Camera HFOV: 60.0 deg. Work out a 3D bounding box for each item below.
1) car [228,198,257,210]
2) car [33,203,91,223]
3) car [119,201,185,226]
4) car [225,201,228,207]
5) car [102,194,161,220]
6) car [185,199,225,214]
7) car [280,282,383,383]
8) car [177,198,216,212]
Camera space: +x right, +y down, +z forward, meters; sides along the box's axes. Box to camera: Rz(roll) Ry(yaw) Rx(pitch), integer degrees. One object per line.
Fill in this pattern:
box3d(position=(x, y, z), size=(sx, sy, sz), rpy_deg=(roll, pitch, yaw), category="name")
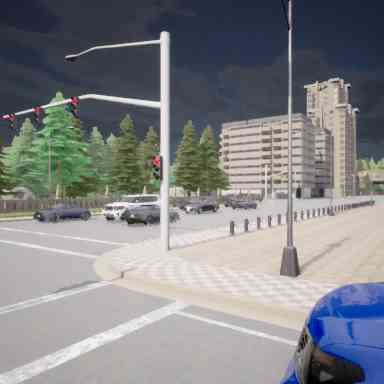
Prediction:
box3d(position=(6.884, 1.564, 43.426), size=(1.994, 1.385, 4.181), rpy_deg=(0, 0, 36), category="car")
box3d(position=(-9.999, 1.564, 25.809), size=(1.994, 1.385, 4.181), rpy_deg=(0, 0, 35), category="car")
box3d(position=(-2.755, 1.564, 23.612), size=(1.994, 1.385, 4.181), rpy_deg=(0, 0, 36), category="car")
box3d(position=(6.465, 1.564, 48.835), size=(1.994, 1.385, 4.181), rpy_deg=(0, 0, 36), category="car")
box3d(position=(-4.706, 1.221, 27.203), size=(2.150, 2.045, 5.566), rpy_deg=(0, 0, 35), category="car")
box3d(position=(1.058, 1.491, 35.283), size=(2.128, 1.511, 4.902), rpy_deg=(0, 0, 36), category="car")
box3d(position=(3.299, 1.221, 1.613), size=(5.566, 2.045, 2.150), rpy_deg=(0, 0, 36), category="car")
box3d(position=(0.641, 1.547, 40.726), size=(2.033, 1.411, 5.357), rpy_deg=(0, 0, 36), category="car")
